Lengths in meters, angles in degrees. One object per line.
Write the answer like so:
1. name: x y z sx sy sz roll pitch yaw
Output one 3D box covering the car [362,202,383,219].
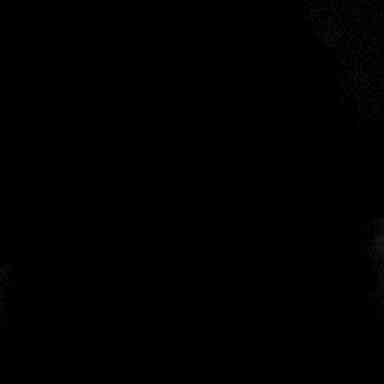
1. car: 17.206 1.609 28.468 2.128 1.511 4.902 -1 0 -35
